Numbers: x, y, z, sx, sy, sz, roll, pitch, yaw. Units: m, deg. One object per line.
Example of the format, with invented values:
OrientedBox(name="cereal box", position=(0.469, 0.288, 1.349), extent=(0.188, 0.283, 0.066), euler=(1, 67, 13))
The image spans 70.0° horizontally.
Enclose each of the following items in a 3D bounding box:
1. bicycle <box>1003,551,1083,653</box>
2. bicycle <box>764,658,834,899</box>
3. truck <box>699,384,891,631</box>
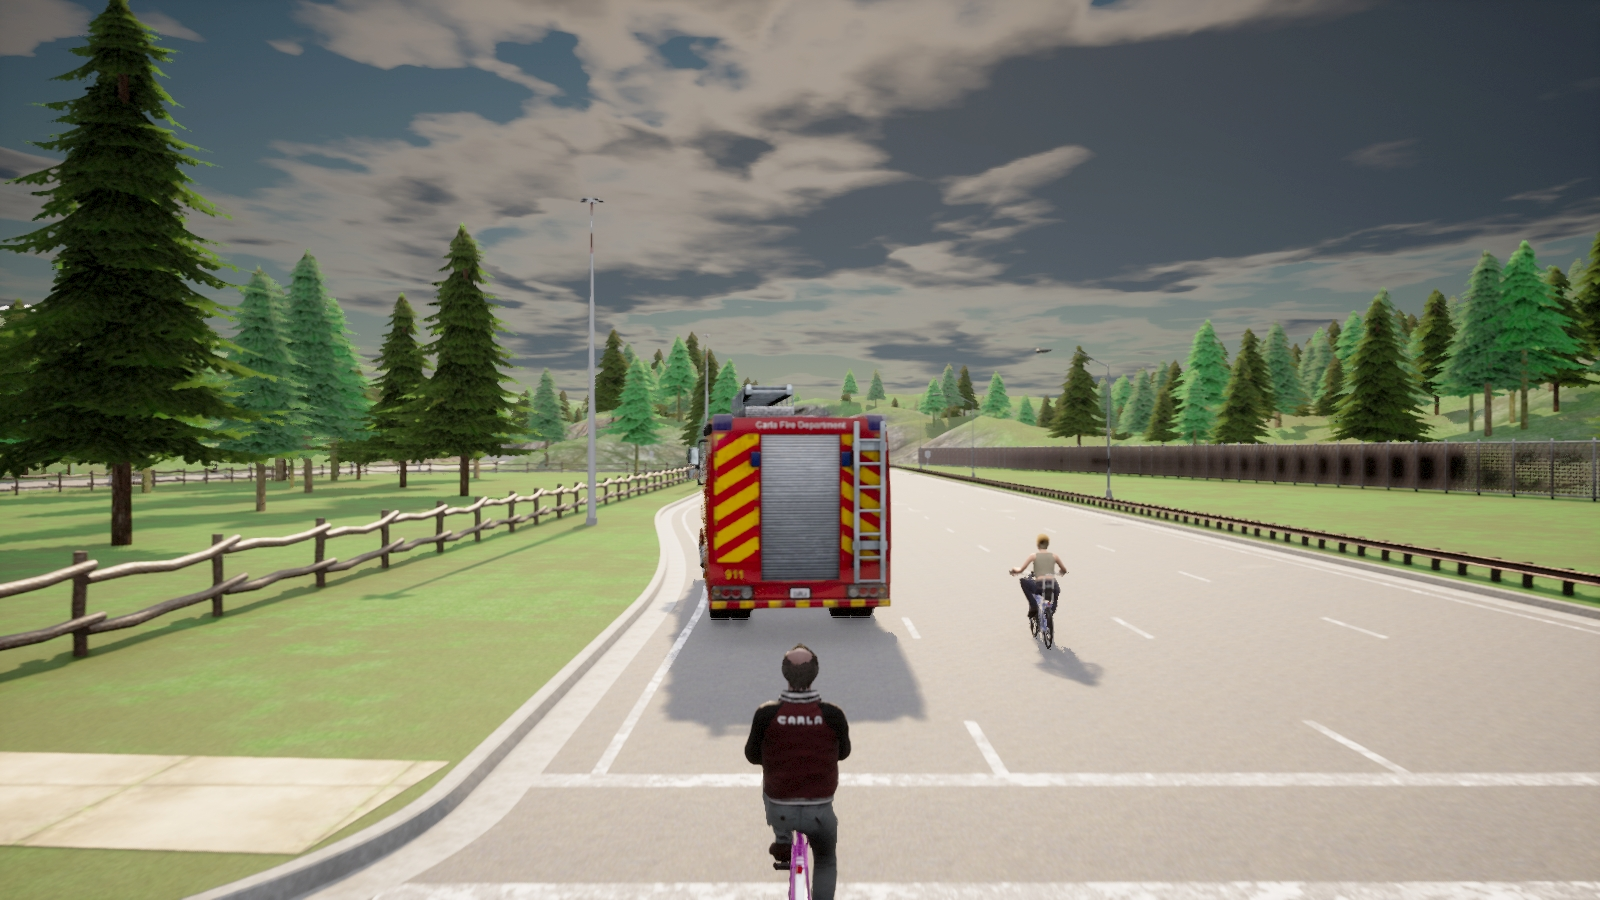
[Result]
OrientedBox(name="bicycle", position=(3.488, 2.162, 16.523), extent=(0.859, 1.277, 1.487), euler=(0, 0, 0))
OrientedBox(name="bicycle", position=(-0.006, 2.062, 6.319), extent=(0.329, 1.471, 1.835), euler=(0, 0, 0))
OrientedBox(name="truck", position=(-0.437, 0.896, 22.049), extent=(2.891, 3.827, 8.468), euler=(0, 0, -6))
